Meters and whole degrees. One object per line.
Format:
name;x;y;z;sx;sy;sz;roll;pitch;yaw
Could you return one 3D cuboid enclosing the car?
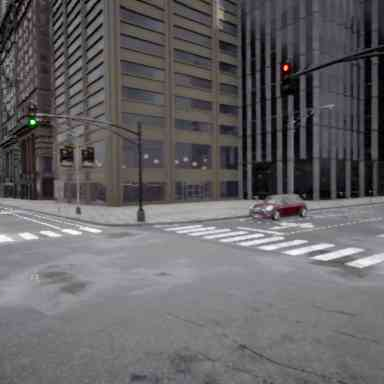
car;5.521;0.903;21.363;4.097;1.590;1.967;-2;2;-37
